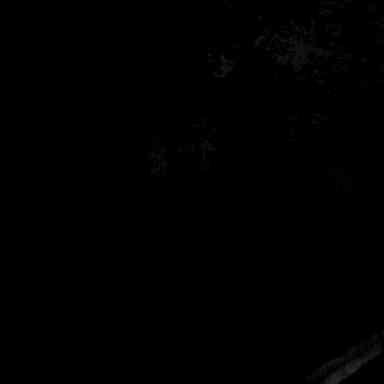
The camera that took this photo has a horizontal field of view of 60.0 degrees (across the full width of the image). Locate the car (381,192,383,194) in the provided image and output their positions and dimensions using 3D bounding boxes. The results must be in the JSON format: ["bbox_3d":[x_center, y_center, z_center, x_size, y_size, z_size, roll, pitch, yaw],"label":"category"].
[{"bbox_3d":[35.689,0.163,61.960,2.185,1.767,4.553,6,3,41],"label":"car"}]

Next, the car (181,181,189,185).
[{"bbox_3d":[-0.039,-2.257,75.493,2.163,1.488,4.792,5,3,41],"label":"car"}]

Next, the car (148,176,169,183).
[{"bbox_3d":[-8.395,-2.997,82.769,2.231,1.521,4.892,5,3,41],"label":"car"}]

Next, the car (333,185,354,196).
[{"bbox_3d":[25.110,0.030,53.782,2.097,1.535,5.008,6,3,41],"label":"car"}]

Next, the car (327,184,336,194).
[{"bbox_3d":[23.046,-0.423,55.600,2.435,2.045,5.566,6,3,41],"label":"car"}]

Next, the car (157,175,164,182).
[{"bbox_3d":[-6.426,-2.825,80.811,1.946,1.575,5.366,5,3,41],"label":"car"}]

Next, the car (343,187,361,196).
[{"bbox_3d":[31.572,-0.066,65.475,2.002,1.452,4.674,6,3,41],"label":"car"}]

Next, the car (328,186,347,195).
[{"bbox_3d":[29.366,-0.311,67.143,1.946,1.575,5.366,6,3,41],"label":"car"}]
